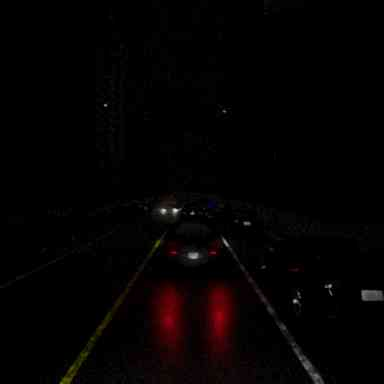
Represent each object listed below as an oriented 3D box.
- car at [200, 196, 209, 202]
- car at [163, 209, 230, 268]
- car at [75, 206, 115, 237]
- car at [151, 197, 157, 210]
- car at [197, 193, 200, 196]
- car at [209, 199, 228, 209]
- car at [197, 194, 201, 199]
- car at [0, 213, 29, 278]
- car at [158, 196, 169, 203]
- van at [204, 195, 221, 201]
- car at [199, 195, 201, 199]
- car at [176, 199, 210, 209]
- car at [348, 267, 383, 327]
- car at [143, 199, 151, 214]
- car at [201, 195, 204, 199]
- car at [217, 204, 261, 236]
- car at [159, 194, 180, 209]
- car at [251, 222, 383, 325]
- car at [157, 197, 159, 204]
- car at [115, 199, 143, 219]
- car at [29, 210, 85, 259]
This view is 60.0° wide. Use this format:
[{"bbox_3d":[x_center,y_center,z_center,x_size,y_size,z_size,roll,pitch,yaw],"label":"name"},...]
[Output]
[{"bbox_3d":[2.688,1.534,74.504,1.887,1.381,4.507,1,0,0],"label":"car"},{"bbox_3d":[0.059,1.531,11.218,1.812,1.442,4.674,0,0,0],"label":"car"},{"bbox_3d":[-5.847,1.575,18.255,1.947,1.339,4.313,1,0,0],"label":"car"},{"bbox_3d":[-5.843,1.556,40.753,1.887,1.381,4.507,1,0,0],"label":"car"},{"bbox_3d":[2.689,1.528,80.128,1.887,1.381,4.507,1,0,0],"label":"car"},{"bbox_3d":[2.680,1.594,29.507,1.802,1.307,4.206,1,0,0],"label":"car"},{"bbox_3d":[2.687,1.546,68.880,2.008,1.369,4.403,1,0,0],"label":"car"},{"bbox_3d":[-5.846,1.319,7.006,2.192,1.841,5.009,1,0,0],"label":"car"},{"bbox_3d":[-5.838,1.546,68.875,2.008,1.369,4.403,1,0,0],"label":"car"},{"bbox_3d":[2.684,1.352,40.756,1.690,1.788,3.998,1,0,0],"label":"van"},{"bbox_3d":[2.685,1.554,57.630,2.008,1.369,4.403,1,0,0],"label":"car"},{"bbox_3d":[0.067,1.559,26.144,2.033,1.411,5.357,0,0,0],"label":"car"},{"bbox_3d":[2.676,1.546,1.383,1.887,1.381,4.507,1,0,0],"label":"car"},{"bbox_3d":[-5.843,1.452,35.129,1.967,1.590,4.097,1,0,0],"label":"car"},{"bbox_3d":[2.685,1.450,46.380,1.967,1.590,4.097,1,0,0],"label":"car"},{"bbox_3d":[2.678,1.575,18.256,1.947,1.339,4.313,1,0,0],"label":"car"},{"bbox_3d":[-3.077,1.487,46.816,1.882,1.535,5.008,0,0,0],"label":"car"},{"bbox_3d":[2.677,1.570,7.007,1.947,1.339,4.313,1,0,0],"label":"car"},{"bbox_3d":[-5.840,1.548,57.627,1.887,1.381,4.507,1,0,0],"label":"car"},{"bbox_3d":[-5.845,1.557,29.504,1.887,1.381,4.507,1,0,0],"label":"car"},{"bbox_3d":[-5.848,1.572,12.631,1.947,1.339,4.313,1,0,0],"label":"car"}]
